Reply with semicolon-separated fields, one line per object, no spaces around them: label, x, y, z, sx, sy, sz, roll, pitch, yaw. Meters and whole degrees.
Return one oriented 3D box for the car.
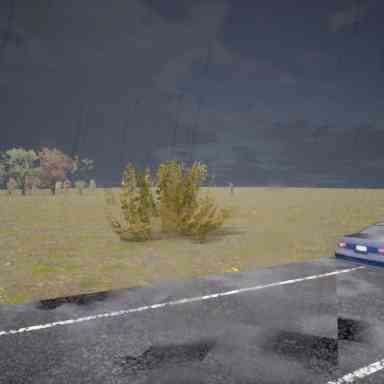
car;6.714;1.549;10.129;5.357;1.411;2.033;0;0;-29
